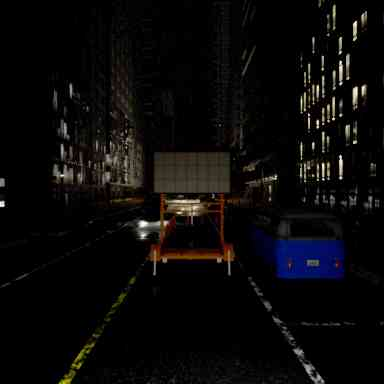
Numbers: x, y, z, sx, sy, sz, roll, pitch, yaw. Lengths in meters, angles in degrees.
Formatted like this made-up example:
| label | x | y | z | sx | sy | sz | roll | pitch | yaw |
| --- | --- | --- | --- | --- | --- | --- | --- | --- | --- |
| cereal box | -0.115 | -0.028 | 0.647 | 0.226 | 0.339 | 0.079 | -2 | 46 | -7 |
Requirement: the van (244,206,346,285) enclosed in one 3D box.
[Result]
| label | x | y | z | sx | sy | sz | roll | pitch | yaw |
| --- | --- | --- | --- | --- | --- | --- | --- | --- | --- |
| van | 2.691 | 1.341 | 9.246 | 1.690 | 1.788 | 3.998 | 0 | 0 | 0 |

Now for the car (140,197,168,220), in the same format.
| label | x | y | z | sx | sy | sz | roll | pitch | yaw |
| --- | --- | --- | --- | --- | --- | --- | --- | --- | --- |
| car | -3.099 | 1.477 | 28.534 | 1.882 | 1.535 | 5.008 | 0 | 0 | 0 |

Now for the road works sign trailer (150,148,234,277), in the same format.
| label | x | y | z | sx | sy | sz | roll | pitch | yaw |
| --- | --- | --- | --- | --- | --- | --- | --- | --- | --- |
| road works sign trailer | 0.001 | 0.464 | 10.265 | 2.380 | 3.560 | 2.880 | 0 | 0 | 0 |

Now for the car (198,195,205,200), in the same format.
| label | x | y | z | sx | sy | sz | roll | pitch | yaw |
| --- | --- | --- | --- | --- | --- | --- | --- | --- | --- |
| car | 2.694 | 1.462 | 94.633 | 1.887 | 1.381 | 4.507 | 0 | 0 | 0 |

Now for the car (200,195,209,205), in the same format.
| label | x | y | z | sx | sy | sz | roll | pitch | yaw |
| --- | --- | --- | --- | --- | --- | --- | --- | --- | --- |
| car | 2.692 | 1.544 | 49.093 | 2.008 | 1.369 | 4.403 | 0 | 0 | 0 |

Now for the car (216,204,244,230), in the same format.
| label | x | y | z | sx | sy | sz | roll | pitch | yaw |
| --- | --- | --- | --- | --- | --- | --- | --- | --- | --- |
| car | 2.691 | 1.581 | 20.630 | 1.802 | 1.307 | 4.206 | 0 | 0 | 0 |

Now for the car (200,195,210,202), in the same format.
| label | x | y | z | sx | sy | sz | roll | pitch | yaw |
| --- | --- | --- | --- | --- | --- | --- | --- | --- | --- |
| car | 2.693 | 1.401 | 71.862 | 1.967 | 1.590 | 4.097 | 0 | 0 | 0 |

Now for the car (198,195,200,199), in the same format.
| label | x | y | z | sx | sy | sz | roll | pitch | yaw |
| --- | --- | --- | --- | --- | --- | --- | --- | --- | --- |
| car | 2.693 | 1.410 | 66.170 | 1.967 | 1.590 | 4.097 | 0 | 0 | 0 |

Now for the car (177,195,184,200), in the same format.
| label | x | y | z | sx | sy | sz | roll | pitch | yaw |
| --- | --- | --- | --- | --- | --- | --- | --- | --- | --- |
| car | -2.998 | 1.533 | 88.035 | 1.895 | 1.301 | 4.718 | 0 | 0 | 0 |

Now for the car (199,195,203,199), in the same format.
| label | x | y | z | sx | sy | sz | roll | pitch | yaw |
| --- | --- | --- | --- | --- | --- | --- | --- | --- | --- |
| car | 2.692 | 1.538 | 54.785 | 2.008 | 1.369 | 4.403 | 0 | 0 | 0 |

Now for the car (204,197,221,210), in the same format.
| label | x | y | z | sx | sy | sz | roll | pitch | yaw |
| --- | --- | --- | --- | --- | --- | --- | --- | --- | --- |
| car | 2.692 | 1.581 | 37.708 | 1.802 | 1.307 | 4.206 | 0 | 0 | 0 |

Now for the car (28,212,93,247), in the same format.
| label | x | y | z | sx | sy | sz | roll | pitch | yaw |
| --- | --- | --- | --- | --- | --- | --- | --- | --- | --- |
| car | -5.690 | 1.581 | 14.941 | 1.802 | 1.307 | 4.206 | 0 | 0 | 0 |

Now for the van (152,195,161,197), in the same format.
| label | x | y | z | sx | sy | sz | roll | pitch | yaw |
| --- | --- | --- | --- | --- | --- | --- | --- | --- | --- |
| van | -5.688 | 1.328 | 54.789 | 1.690 | 1.788 | 3.998 | 0 | 0 | 0 |
